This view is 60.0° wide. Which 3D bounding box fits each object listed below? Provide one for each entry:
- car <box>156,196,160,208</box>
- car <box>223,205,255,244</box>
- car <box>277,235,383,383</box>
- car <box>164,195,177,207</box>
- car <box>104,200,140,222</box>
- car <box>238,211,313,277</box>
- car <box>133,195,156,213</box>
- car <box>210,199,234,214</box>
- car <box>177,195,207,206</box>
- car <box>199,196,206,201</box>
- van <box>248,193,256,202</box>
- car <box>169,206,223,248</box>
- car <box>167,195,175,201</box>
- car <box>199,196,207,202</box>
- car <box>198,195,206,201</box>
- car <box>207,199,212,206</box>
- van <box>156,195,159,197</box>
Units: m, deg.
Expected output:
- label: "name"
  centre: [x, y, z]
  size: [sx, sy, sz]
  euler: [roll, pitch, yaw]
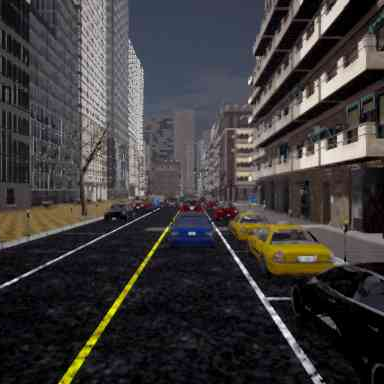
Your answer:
- label: "car"
  centre: [-5.695, 1.586, 43.040]
  size: [1.947, 1.339, 4.313]
  euler: [0, 0, 0]
- label: "car"
  centre: [2.686, 1.527, 15.595]
  size: [1.752, 1.417, 4.829]
  euler: [0, 0, 0]
- label: "car"
  centre: [2.687, 1.563, 4.380]
  size: [1.947, 1.339, 4.313]
  euler: [0, 0, 0]
- label: "car"
  centre: [-3.000, 1.592, 52.652]
  size: [1.812, 1.442, 4.674]
  euler: [0, 0, 0]
- label: "car"
  centre: [-5.694, 1.574, 26.472]
  size: [1.947, 1.339, 4.313]
  euler: [0, 0, 0]
- label: "car"
  centre: [2.687, 1.524, 10.072]
  size: [1.752, 1.417, 4.829]
  euler: [0, 0, 0]
- label: "car"
  centre: [-5.696, 1.330, 37.517]
  size: [2.192, 1.841, 5.009]
  euler: [0, 0, 0]
- label: "car"
  centre: [2.686, 1.552, 26.471]
  size: [1.887, 1.381, 4.507]
  euler: [0, 0, 0]
- label: "car"
  centre: [0.000, 1.377, 29.621]
  size: [2.097, 1.767, 4.553]
  euler: [0, 0, 0]
- label: "car"
  centre: [2.685, 1.628, 86.480]
  size: [1.887, 1.381, 4.507]
  euler: [0, 0, 0]
- label: "van"
  centre: [13.708, 1.162, 68.509]
  size: [3.998, 1.788, 1.690]
  euler: [-1, 1, 0]
- label: "car"
  centre: [0.000, 1.565, 14.650]
  size: [2.033, 1.411, 5.357]
  euler: [0, 0, 0]
- label: "car"
  centre: [-5.695, 1.638, 92.008]
  size: [1.887, 1.381, 4.507]
  euler: [0, 0, 0]
- label: "car"
  centre: [2.685, 1.618, 80.953]
  size: [1.887, 1.381, 4.507]
  euler: [0, 0, 0]
- label: "car"
  centre: [2.684, 1.533, 92.008]
  size: [1.967, 1.590, 4.097]
  euler: [0, 0, 0]
- label: "car"
  centre: [2.685, 1.565, 43.039]
  size: [1.887, 1.381, 4.507]
  euler: [0, 0, 0]
- label: "van"
  centre: [-5.696, 1.367, 48.563]
  size: [1.690, 1.788, 3.998]
  euler: [0, 0, 0]
